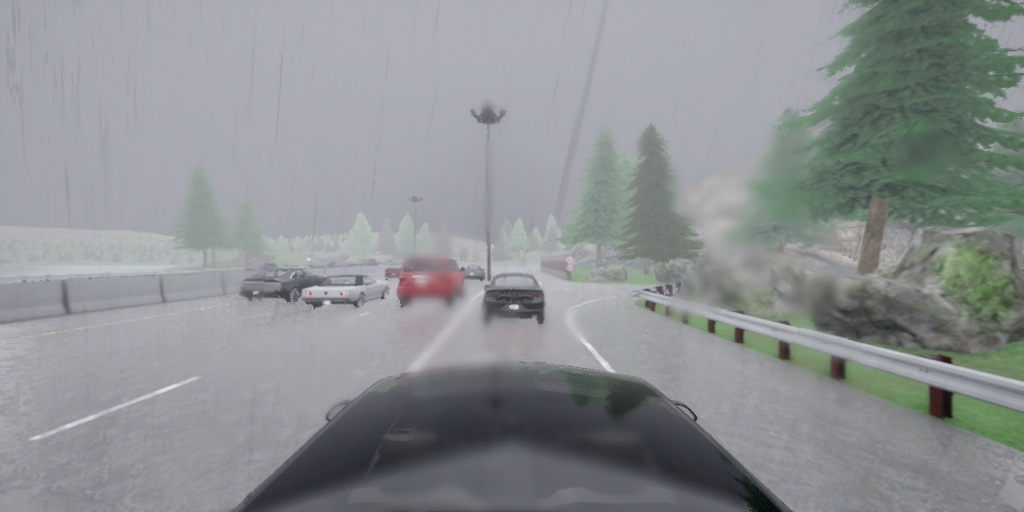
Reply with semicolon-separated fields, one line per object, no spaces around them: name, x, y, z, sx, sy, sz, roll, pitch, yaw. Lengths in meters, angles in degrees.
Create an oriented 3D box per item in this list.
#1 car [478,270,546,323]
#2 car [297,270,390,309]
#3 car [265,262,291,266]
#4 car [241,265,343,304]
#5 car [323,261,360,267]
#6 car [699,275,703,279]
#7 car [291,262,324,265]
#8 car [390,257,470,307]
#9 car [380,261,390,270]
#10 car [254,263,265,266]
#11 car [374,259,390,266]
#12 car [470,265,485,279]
car;0.076;1.312;12.524;1.882;1.535;5.008;0;-1;0
car;-6.928;1.459;15.640;1.895;1.301;4.718;0;0;0
car;-28.198;1.688;45.022;1.895;1.301;4.718;0;0;0
car;-10.432;1.361;17.095;2.128;1.511;4.902;0;0;0
car;-21.195;1.650;44.771;1.994;1.385;4.181;0;0;0
car;13.728;1.467;21.937;4.181;1.385;1.994;0;0;-1
car;-24.698;1.683;44.299;1.895;1.301;4.718;0;0;0
car;-3.429;1.085;16.256;2.150;2.045;5.566;0;0;0
car;-10.480;1.480;34.144;1.882;1.535;5.008;0;0;0
car;-31.695;1.597;45.818;1.837;1.490;4.892;0;0;0
car;-21.189;1.709;61.556;2.128;1.511;4.902;0;0;1
car;-3.479;1.560;33.259;1.994;1.385;4.181;0;0;0
